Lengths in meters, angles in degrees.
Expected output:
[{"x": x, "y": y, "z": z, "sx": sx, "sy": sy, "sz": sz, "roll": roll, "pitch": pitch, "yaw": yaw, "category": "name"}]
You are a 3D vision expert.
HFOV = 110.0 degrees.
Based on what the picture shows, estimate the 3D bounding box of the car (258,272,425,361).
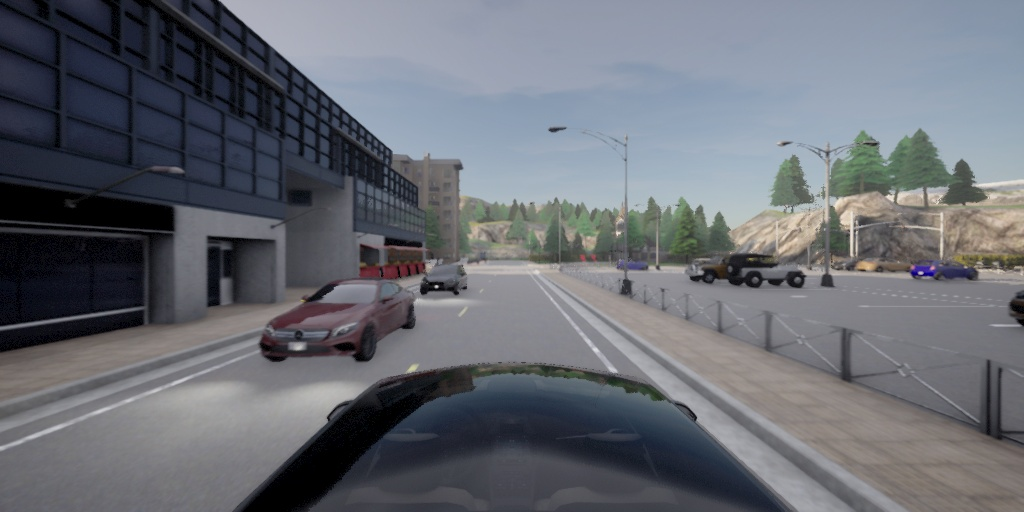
[{"x": -3.580, "y": 1.248, "z": 8.322, "sx": 1.812, "sy": 1.442, "sz": 4.674, "roll": 0, "pitch": 0, "yaw": 0, "category": "car"}]

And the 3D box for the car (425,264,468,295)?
[{"x": -3.522, "y": 1.191, "z": 19.306, "sx": 1.837, "sy": 1.490, "sz": 4.892, "roll": 0, "pitch": 0, "yaw": 1, "category": "car"}]
